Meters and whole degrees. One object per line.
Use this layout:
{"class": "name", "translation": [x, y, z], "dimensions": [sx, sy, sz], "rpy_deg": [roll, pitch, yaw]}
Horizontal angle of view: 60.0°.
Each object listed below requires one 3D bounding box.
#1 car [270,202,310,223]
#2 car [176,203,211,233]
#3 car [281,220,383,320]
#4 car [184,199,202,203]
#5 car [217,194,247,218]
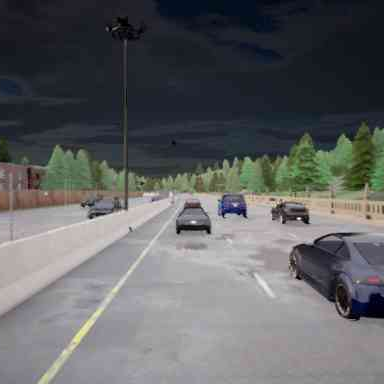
{"class": "car", "translation": [7.083, 1.506, 24.420], "dimensions": [1.837, 1.490, 4.892], "rpy_deg": [0, 0, 0]}
{"class": "car", "translation": [0.084, 1.566, 19.610], "dimensions": [1.994, 1.385, 4.181], "rpy_deg": [0, 0, 0]}
{"class": "car", "translation": [3.597, 1.564, 7.316], "dimensions": [1.994, 1.385, 4.181], "rpy_deg": [0, 0, 0]}
{"class": "car", "translation": [0.077, 1.481, 37.204], "dimensions": [1.882, 1.535, 5.008], "rpy_deg": [0, 0, 0]}
{"class": "car", "translation": [3.581, 1.223, 30.100], "dimensions": [2.150, 2.045, 5.566], "rpy_deg": [0, 0, 0]}
